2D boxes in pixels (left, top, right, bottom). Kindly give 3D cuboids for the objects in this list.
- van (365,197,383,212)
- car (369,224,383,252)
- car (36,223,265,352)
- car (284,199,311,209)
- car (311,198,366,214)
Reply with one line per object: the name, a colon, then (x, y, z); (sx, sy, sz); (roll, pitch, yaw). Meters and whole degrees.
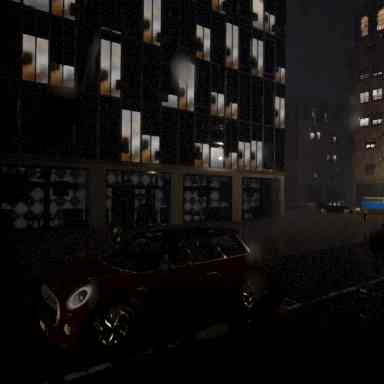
van: (22.192, 1.524, 39.643); (1.690, 1.788, 3.998); (0, -1, -35)
car: (8.468, 1.567, 12.588); (4.313, 1.339, 1.947); (0, 1, -35)
car: (-0.607, 1.441, 6.112); (4.097, 1.590, 1.967); (0, 1, -35)
car: (15.762, 1.787, 48.896); (1.752, 1.417, 4.829); (0, -1, -35)
car: (15.306, 1.620, 34.864); (2.008, 1.369, 4.403); (0, -1, -35)
